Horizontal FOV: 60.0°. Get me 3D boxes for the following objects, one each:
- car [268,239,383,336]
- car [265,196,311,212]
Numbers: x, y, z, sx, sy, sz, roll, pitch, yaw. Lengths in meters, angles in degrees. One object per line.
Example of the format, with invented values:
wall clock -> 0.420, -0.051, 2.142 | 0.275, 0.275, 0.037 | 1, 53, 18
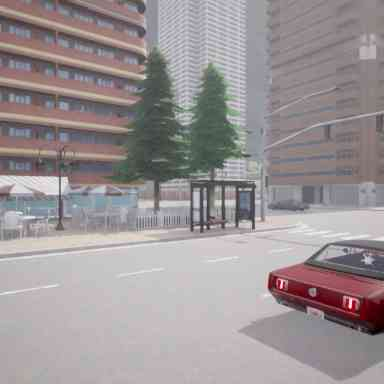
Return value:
car -> 3.733, 1.601, 6.473 | 4.718, 1.301, 1.895 | 0, 0, -36
car -> 11.693, 1.603, 40.489 | 2.033, 1.411, 5.357 | 0, 0, -36
